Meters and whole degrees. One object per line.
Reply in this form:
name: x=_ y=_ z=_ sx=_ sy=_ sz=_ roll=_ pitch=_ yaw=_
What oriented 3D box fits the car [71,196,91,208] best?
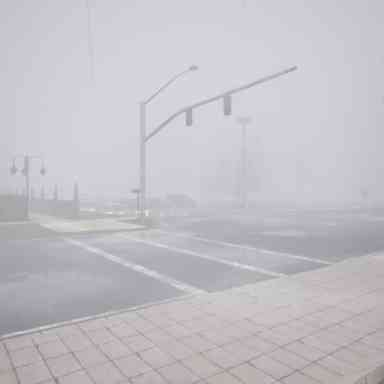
car: x=-15.944 y=1.597 z=47.729 sx=1.895 sy=1.301 sz=4.718 roll=0 pitch=0 yaw=-36

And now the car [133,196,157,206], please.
car: x=-7.718 y=1.499 z=54.276 sx=1.837 sy=1.490 sz=4.892 roll=0 pitch=0 yaw=-36

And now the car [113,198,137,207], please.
car: x=-10.522 y=1.596 z=52.175 sx=1.895 sy=1.301 sz=4.718 roll=0 pitch=0 yaw=-36

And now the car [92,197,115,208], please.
car: x=-13.404 y=1.500 z=50.188 sx=1.837 sy=1.490 sz=4.892 roll=0 pitch=0 yaw=-36

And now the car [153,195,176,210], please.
car: x=-4.551 y=1.500 z=43.991 sx=1.837 sy=1.490 sz=4.892 roll=0 pitch=0 yaw=-36

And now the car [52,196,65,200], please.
car: x=-23.077 y=1.500 z=57.558 sx=1.837 sy=1.490 sz=4.892 roll=0 pitch=0 yaw=-36

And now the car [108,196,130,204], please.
car: x=-13.883 y=1.541 z=62.788 sx=2.033 sy=1.411 sz=5.357 roll=0 pitch=0 yaw=-36

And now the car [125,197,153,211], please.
car: x=-7.496 y=1.543 z=42.092 sx=2.033 sy=1.411 sz=5.357 roll=0 pitch=0 yaw=-36

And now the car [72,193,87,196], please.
car: x=-19.693 y=1.217 z=58.855 sx=2.150 sy=2.045 sz=5.566 roll=0 pitch=0 yaw=-36

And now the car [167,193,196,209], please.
car: x=-1.732 y=1.216 z=46.069 sx=2.150 sy=2.045 sz=5.566 roll=0 pitch=0 yaw=-36

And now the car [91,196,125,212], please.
car: x=-10.077 y=1.522 z=39.694 sx=1.812 sy=1.442 sz=4.674 roll=0 pitch=0 yaw=-36

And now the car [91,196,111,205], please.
car: x=-16.668 y=1.501 z=60.653 sx=1.837 sy=1.490 sz=4.892 roll=0 pitch=0 yaw=-36
